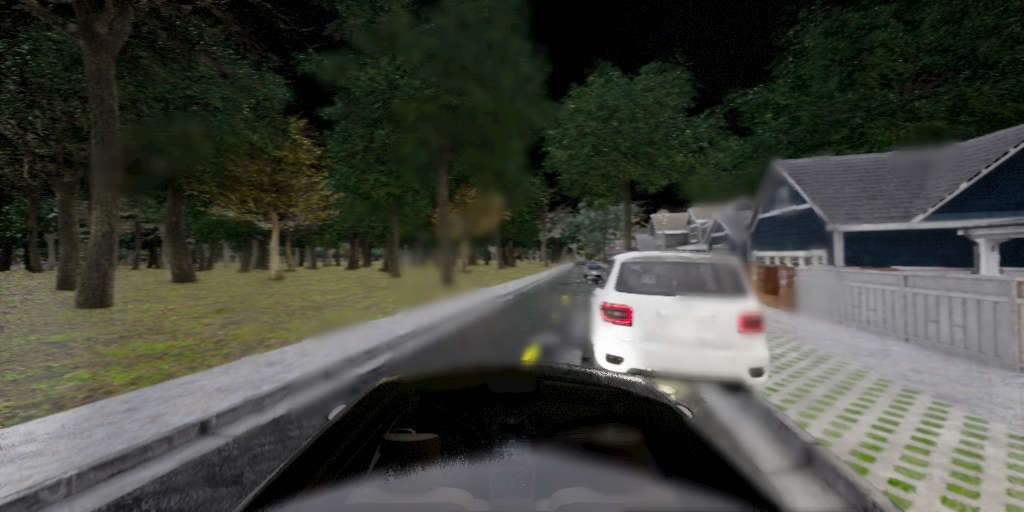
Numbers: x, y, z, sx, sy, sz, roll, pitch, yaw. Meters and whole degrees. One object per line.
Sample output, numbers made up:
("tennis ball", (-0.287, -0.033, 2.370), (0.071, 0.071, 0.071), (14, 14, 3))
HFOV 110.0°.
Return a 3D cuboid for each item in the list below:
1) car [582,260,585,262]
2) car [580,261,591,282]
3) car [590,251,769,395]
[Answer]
("car", (10.020, 1.519, 44.460), (1.994, 1.385, 4.181), (-1, -1, 14))
("car", (7.895, 1.472, 34.484), (1.994, 1.385, 4.181), (-1, -1, 13))
("car", (2.646, 1.001, 6.865), (2.150, 2.045, 5.566), (2, -1, 13))
